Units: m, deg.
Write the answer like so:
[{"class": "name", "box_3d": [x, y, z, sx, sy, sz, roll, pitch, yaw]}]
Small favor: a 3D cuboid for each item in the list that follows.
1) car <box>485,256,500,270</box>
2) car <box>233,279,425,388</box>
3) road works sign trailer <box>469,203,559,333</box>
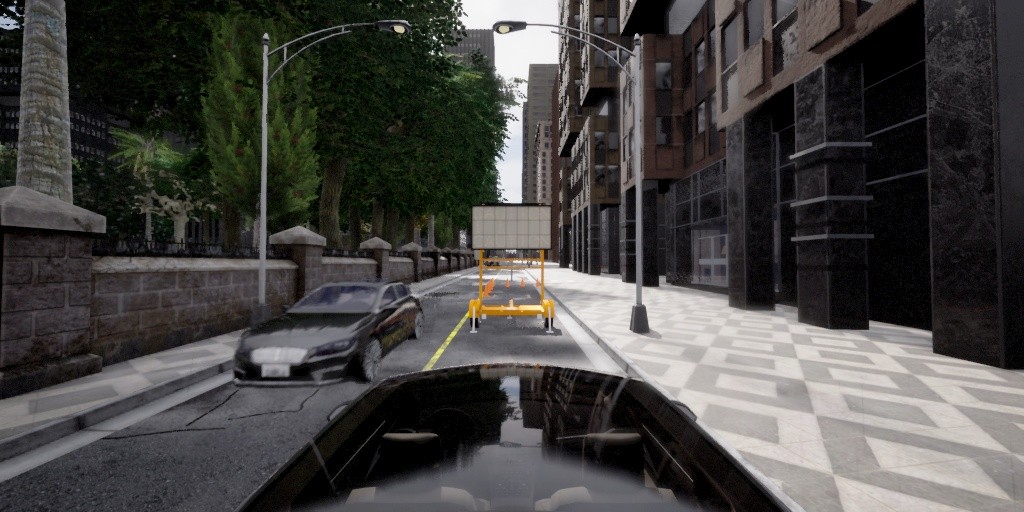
[{"class": "car", "box_3d": [-3.068, 1.075, 56.384, 2.150, 2.045, 5.566, 0, 0, 0]}, {"class": "car", "box_3d": [-3.105, 1.245, 7.160, 2.128, 1.511, 4.902, 0, 0, 0]}, {"class": "road works sign trailer", "box_3d": [-0.009, 0.221, 10.757, 2.380, 3.560, 2.880, 0, 0, 0]}]
